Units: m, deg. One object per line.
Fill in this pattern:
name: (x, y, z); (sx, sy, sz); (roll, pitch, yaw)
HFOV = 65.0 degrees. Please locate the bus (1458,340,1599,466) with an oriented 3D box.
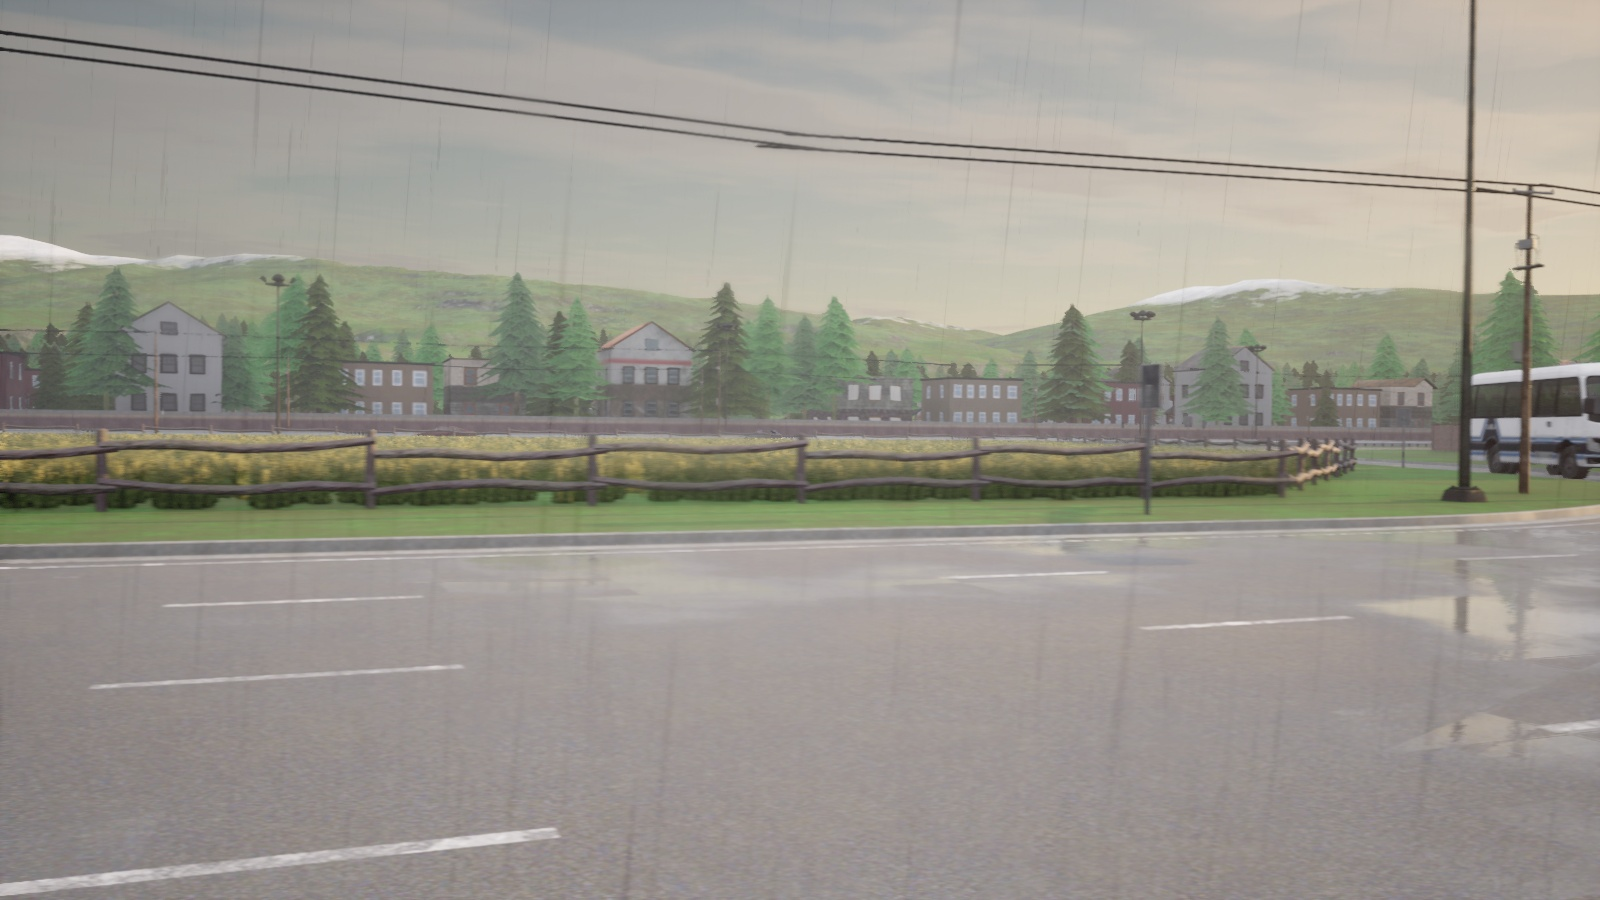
bus: (29.135, -1.690, 47.325); (3.944, 4.253, 10.273); (-1, 1, 5)
